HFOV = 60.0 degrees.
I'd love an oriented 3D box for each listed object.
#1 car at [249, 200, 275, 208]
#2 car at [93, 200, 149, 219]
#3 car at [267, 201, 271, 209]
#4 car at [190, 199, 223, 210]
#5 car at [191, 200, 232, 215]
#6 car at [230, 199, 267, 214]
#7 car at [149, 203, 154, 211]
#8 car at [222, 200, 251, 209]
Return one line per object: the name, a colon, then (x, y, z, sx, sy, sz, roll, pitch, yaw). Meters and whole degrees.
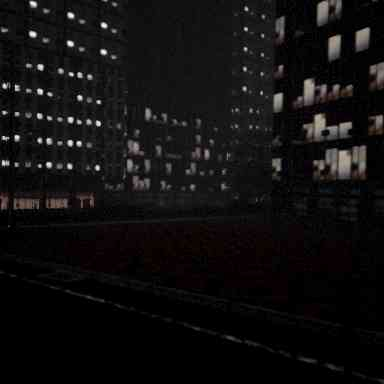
car: (11.649, 1.987, 55.554, 4.206, 1.307, 1.802, 1, 1, -34)
car: (-7.291, 1.700, 33.041, 5.009, 1.841, 2.192, 1, 1, -34)
car: (12.403, 2.062, 52.981, 4.718, 1.301, 1.895, 1, 1, -34)
car: (2.152, 1.845, 49.055, 4.829, 1.417, 1.752, 1, 1, -34)
car: (2.062, 2.014, 39.447, 4.507, 1.381, 1.887, 1, 1, -34)
car: (6.745, 1.826, 42.644, 5.009, 1.841, 2.192, 1, 1, -34)
car: (-7.065, 1.787, 42.749, 4.403, 1.369, 2.008, 1, 1, -34)
car: (6.971, 1.929, 52.353, 4.313, 1.339, 1.947, 1, 1, -34)
